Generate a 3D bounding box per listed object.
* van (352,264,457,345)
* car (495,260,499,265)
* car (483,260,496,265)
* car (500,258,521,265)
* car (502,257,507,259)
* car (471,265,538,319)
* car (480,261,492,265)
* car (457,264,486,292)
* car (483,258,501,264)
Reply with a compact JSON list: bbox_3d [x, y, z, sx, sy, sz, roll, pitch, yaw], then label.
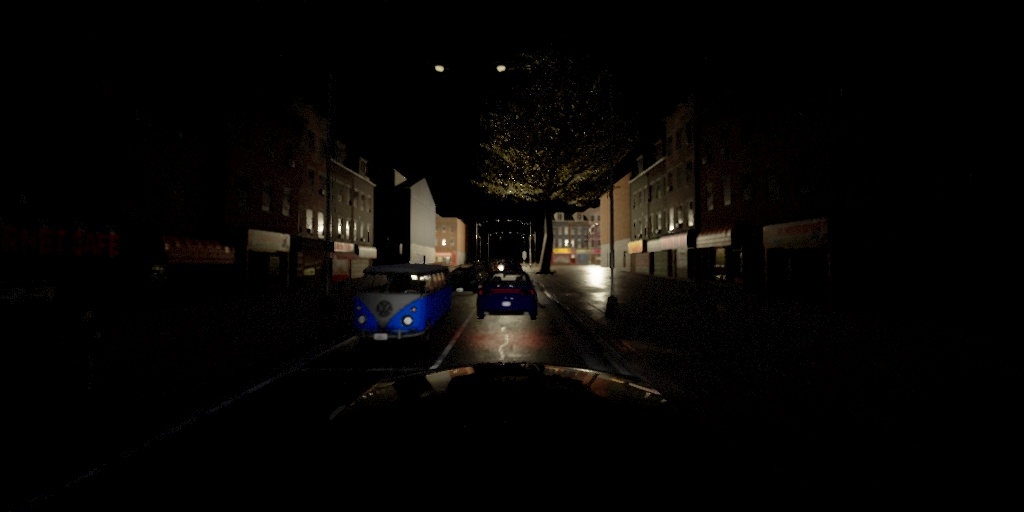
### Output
[{"bbox_3d":[-2.644,1.099,9.292,1.690,1.789,3.998,0,0,0],"label":"van"},{"bbox_3d":[-2.674,1.349,36.968,2.007,1.370,4.403,0,0,0],"label":"car"},{"bbox_3d":[-2.668,1.334,31.433,1.888,1.381,4.507,0,0,0],"label":"car"},{"bbox_3d":[0.066,1.273,35.165,1.882,1.535,5.008,0,0,0],"label":"car"},{"bbox_3d":[0.046,1.182,51.729,2.097,1.767,4.553,0,0,0],"label":"car"},{"bbox_3d":[-0.117,1.240,12.843,1.882,1.535,5.008,0,0,1],"label":"car"},{"bbox_3d":[-2.662,1.306,25.728,1.751,1.417,4.829,0,0,0],"label":"car"},{"bbox_3d":[-2.656,1.338,20.363,1.948,1.339,4.313,0,0,0],"label":"car"},{"bbox_3d":[-2.680,1.124,42.502,2.192,1.841,5.009,0,0,0],"label":"car"}]
